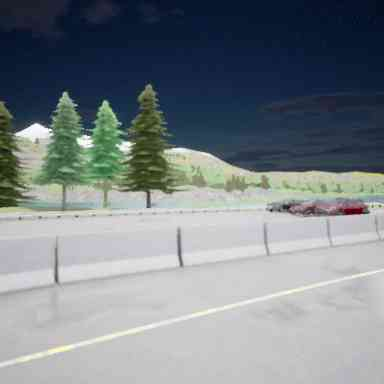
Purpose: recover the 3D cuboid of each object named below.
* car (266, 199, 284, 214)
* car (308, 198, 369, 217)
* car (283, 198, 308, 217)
[{"bbox_3d":[9.783,1.377,33.617,4.902,1.511,2.128,0,0,-25],"label":"car"},{"bbox_3d":[12.129,1.262,26.981,4.553,1.767,2.097,0,0,-25],"label":"car"},{"bbox_3d":[11.011,1.423,30.341,4.674,1.442,1.812,0,0,-25],"label":"car"}]
